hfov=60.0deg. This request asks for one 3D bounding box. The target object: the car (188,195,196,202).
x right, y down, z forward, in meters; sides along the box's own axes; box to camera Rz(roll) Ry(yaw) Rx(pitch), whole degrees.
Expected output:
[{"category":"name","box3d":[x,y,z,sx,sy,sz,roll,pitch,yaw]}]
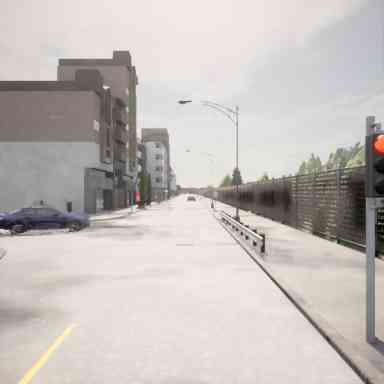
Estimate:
[{"category":"car","box3d":[-0.101,1.524,77.509,1.812,1.442,4.674,0,0,0]}]

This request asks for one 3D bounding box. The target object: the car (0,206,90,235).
[{"category":"car","box3d":[-8.134,1.526,18.540,4.674,1.442,1.812,0,0,-18]}]
